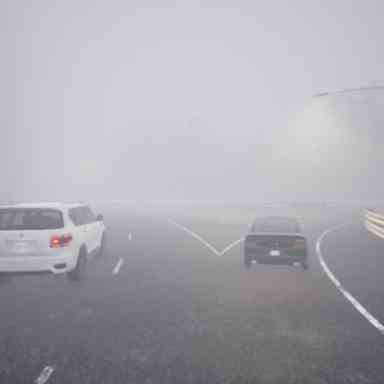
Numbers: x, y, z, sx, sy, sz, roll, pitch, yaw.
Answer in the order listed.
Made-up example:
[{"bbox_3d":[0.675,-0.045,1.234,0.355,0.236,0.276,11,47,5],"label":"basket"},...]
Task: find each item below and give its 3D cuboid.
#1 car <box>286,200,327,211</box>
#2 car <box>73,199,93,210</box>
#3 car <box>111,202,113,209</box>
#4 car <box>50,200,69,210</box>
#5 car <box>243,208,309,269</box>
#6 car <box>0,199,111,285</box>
[{"bbox_3d":[14.648,1.624,42.735,4.718,1.301,1.895,0,0,5],"label":"car"},{"bbox_3d":[-17.262,1.924,52.471,1.882,1.535,5.008,0,0,-32],"label":"car"},{"bbox_3d":[-14.203,1.968,54.173,1.812,1.442,4.674,0,0,-32],"label":"car"},{"bbox_3d":[-20.320,1.954,50.769,1.837,1.490,4.892,0,0,-32],"label":"car"},{"bbox_3d":[2.917,1.544,11.540,1.882,1.535,5.008,-1,0,15],"label":"car"},{"bbox_3d":[-4.049,1.311,10.051,2.150,2.045,5.566,0,0,-6],"label":"car"}]
